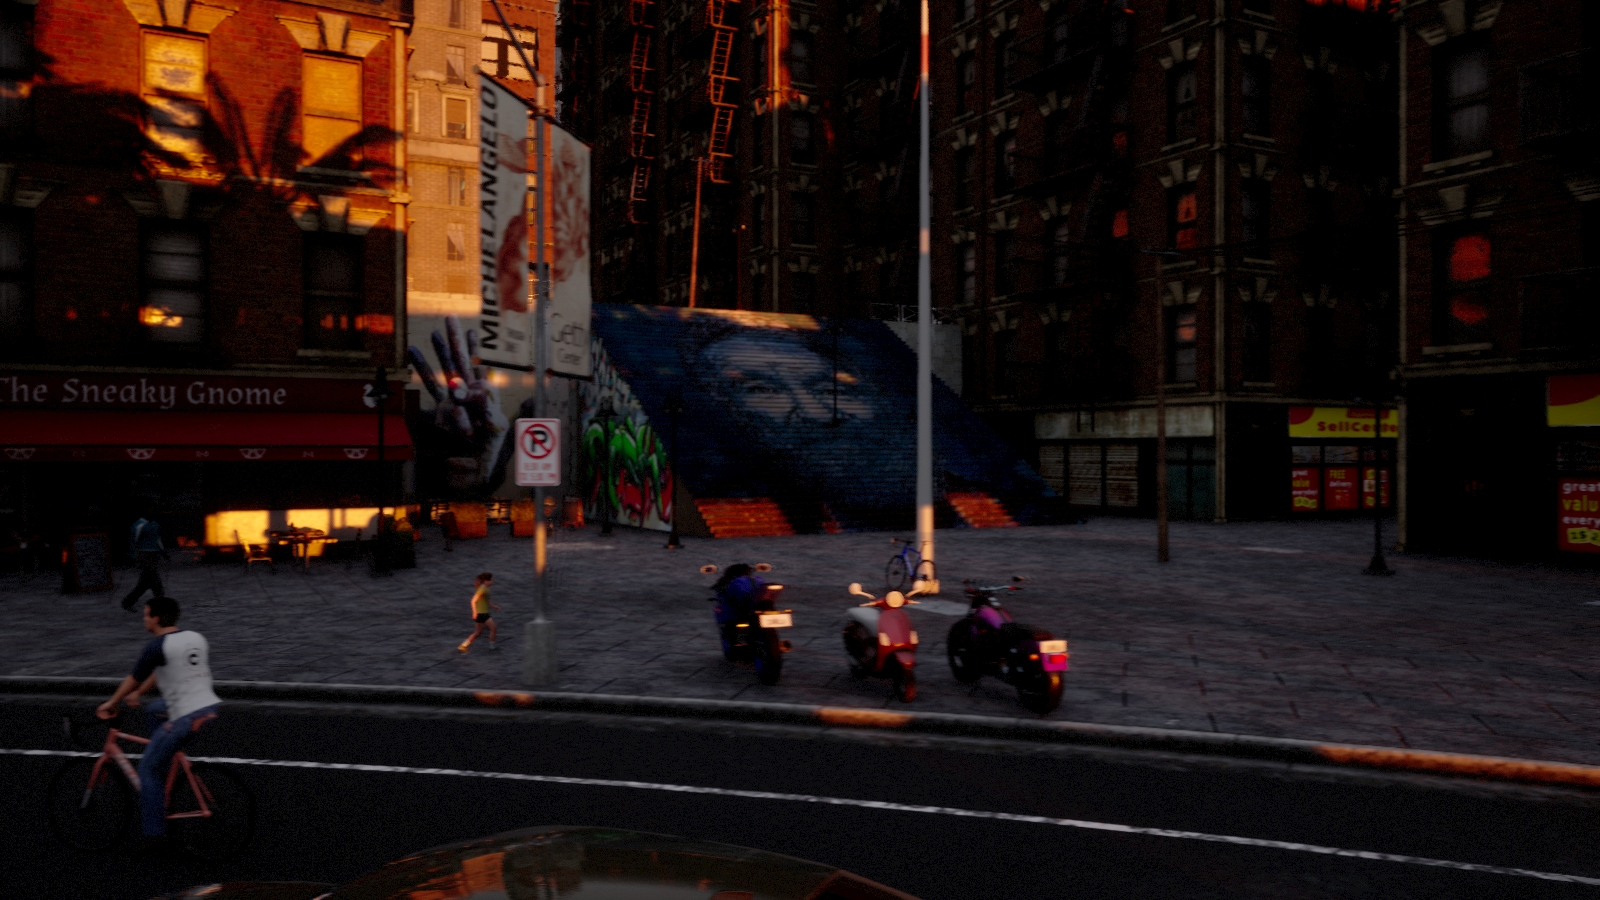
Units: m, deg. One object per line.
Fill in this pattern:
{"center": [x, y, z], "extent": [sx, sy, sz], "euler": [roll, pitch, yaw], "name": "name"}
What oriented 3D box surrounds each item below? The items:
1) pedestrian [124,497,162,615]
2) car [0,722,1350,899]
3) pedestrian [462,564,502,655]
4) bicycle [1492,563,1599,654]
{"center": [-10.576, 1.699, 18.392], "extent": [0.375, 1.860, 0.375], "euler": [0, 0, 12], "name": "pedestrian"}
{"center": [-0.978, 2.034, 3.550], "extent": [5.006, 1.535, 2.097], "euler": [0, 0, 18], "name": "car"}
{"center": [-4.159, 2.076, 14.936], "extent": [0.500, 1.100, 0.500], "euler": [0, 0, -16], "name": "pedestrian"}
{"center": [10.624, 2.200, 15.921], "extent": [1.643, 1.196, 0.373], "euler": [0, 0, 11], "name": "bicycle"}
